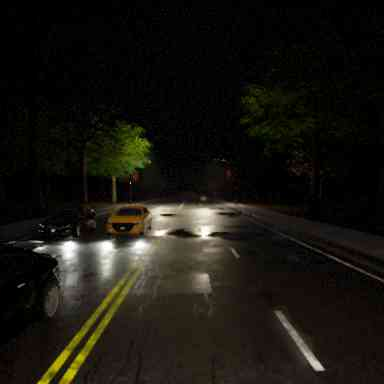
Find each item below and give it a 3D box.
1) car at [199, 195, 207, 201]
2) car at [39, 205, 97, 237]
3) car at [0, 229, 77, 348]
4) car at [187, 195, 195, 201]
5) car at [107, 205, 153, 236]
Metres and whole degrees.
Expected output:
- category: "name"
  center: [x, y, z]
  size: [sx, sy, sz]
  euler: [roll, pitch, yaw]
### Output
- category: "car"
  center: [3.028, 1.693, 86.137]
  size: [1.812, 1.442, 4.674]
  euler: [0, 0, 0]
- category: "car"
  center: [-6.630, 1.538, 18.285]
  size: [1.837, 1.490, 4.892]
  euler: [0, 1, 0]
- category: "car"
  center: [-3.357, 1.536, 4.575]
  size: [1.812, 1.442, 4.674]
  euler: [0, 0, 0]
- category: "car"
  center: [-0.222, 1.527, 86.098]
  size: [2.097, 1.767, 4.553]
  euler: [0, 0, 0]
- category: "car"
  center: [-3.380, 1.512, 18.706]
  size: [1.882, 1.535, 5.008]
  euler: [0, 0, 0]
